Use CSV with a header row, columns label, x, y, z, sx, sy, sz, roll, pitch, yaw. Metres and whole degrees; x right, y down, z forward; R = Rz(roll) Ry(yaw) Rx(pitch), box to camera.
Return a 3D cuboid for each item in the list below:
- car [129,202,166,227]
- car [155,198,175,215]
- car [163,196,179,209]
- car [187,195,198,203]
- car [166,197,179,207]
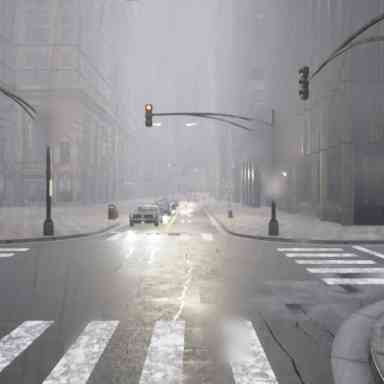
label,x,y,z,sx,sy,sz,roll,pitch,yaw
car,-3.105,1.599,23.160,1.895,1.301,4.718,0,0,0
car,-3.101,1.562,33.102,1.994,1.385,4.181,0,0,0
car,-3.106,1.351,43.104,2.097,1.767,4.553,0,0,0
car,0.084,1.361,69.632,2.097,1.767,4.553,0,0,0
car,-3.064,1.528,53.145,1.812,1.442,4.674,0,0,1
